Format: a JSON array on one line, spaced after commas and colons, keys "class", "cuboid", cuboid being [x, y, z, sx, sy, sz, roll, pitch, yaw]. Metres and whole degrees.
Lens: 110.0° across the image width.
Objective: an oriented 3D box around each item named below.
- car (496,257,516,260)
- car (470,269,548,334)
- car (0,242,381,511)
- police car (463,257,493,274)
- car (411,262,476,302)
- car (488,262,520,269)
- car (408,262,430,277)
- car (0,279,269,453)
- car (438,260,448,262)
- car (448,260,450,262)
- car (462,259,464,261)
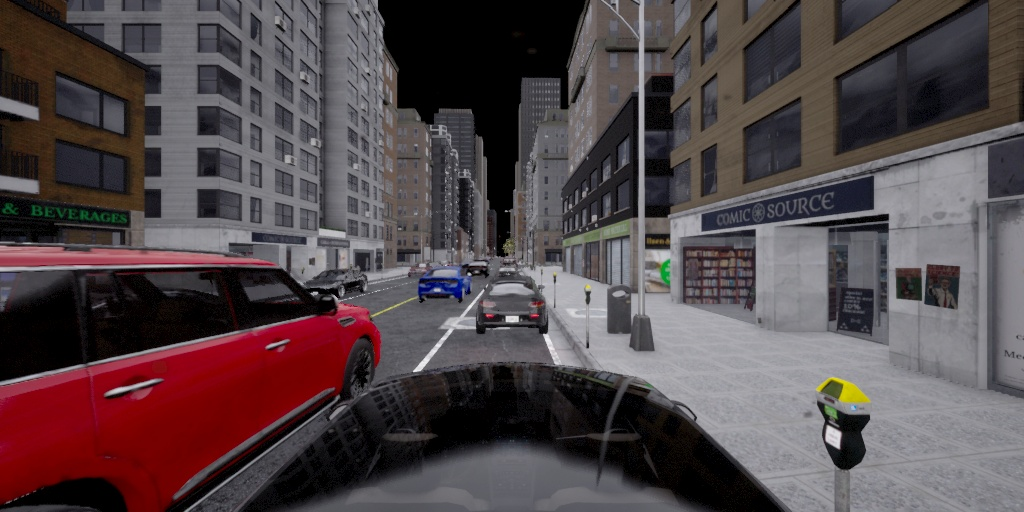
[{"class": "car", "cuboid": [-0.288, 1.066, 40.309, 2.192, 1.841, 5.009, 0, 0, 0]}, {"class": "car", "cuboid": [0.003, 1.276, 10.500, 1.812, 1.442, 4.674, 0, 0, 0]}, {"class": "car", "cuboid": [-3.055, 0.966, 2.991, 2.150, 2.045, 5.566, 0, -1, 1]}, {"class": "police car", "cuboid": [-3.145, 1.176, 34.543, 1.930, 1.638, 5.238, 0, 0, 0]}, {"class": "car", "cuboid": [-3.044, 1.228, 17.068, 1.882, 1.535, 5.008, 0, 0, 0]}, {"class": "car", "cuboid": [-0.288, 1.301, 23.738, 2.007, 1.370, 4.403, 0, 0, 0]}, {"class": "car", "cuboid": [-8.814, 1.333, 34.778, 1.802, 1.307, 4.207, 0, 0, 0]}, {"class": "car", "cuboid": [-6.245, 1.242, 5.187, 2.128, 1.511, 4.902, 0, 0, 0]}, {"class": "car", "cuboid": [-8.814, 1.317, 40.303, 1.948, 1.339, 4.313, 0, 0, 0]}, {"class": "car", "cuboid": [-8.814, 1.191, 45.828, 1.967, 1.591, 4.097, 0, 0, 0]}, {"class": "car", "cuboid": [-6.145, 1.145, 49.655, 2.097, 1.767, 4.553, 0, 0, 0]}]
